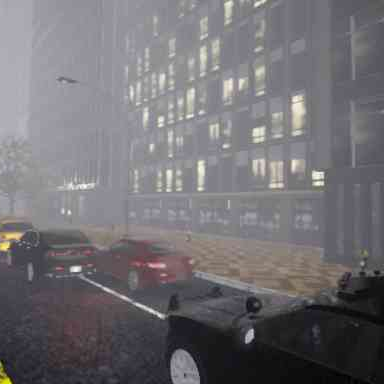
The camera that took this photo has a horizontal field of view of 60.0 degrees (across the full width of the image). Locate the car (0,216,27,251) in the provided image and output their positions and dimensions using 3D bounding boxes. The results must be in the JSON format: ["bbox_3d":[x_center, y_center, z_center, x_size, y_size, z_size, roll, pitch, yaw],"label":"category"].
[{"bbox_3d":[-8.542,1.964,15.672,1.801,1.575,5.366,3,-3,-39],"label":"car"}]

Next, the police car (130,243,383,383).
[{"bbox_3d":[1.577,1.601,3.179,1.930,1.638,5.238,3,-3,-39],"label":"police car"}]

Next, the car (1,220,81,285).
[{"bbox_3d":[-4.648,1.886,10.860,1.837,1.490,4.892,3,-3,-39],"label":"car"}]

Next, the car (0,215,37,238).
[{"bbox_3d":[-12.346,2.333,23.204,1.802,1.307,4.206,3,-3,-39],"label":"car"}]

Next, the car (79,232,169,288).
[{"bbox_3d":[-1.600,1.981,9.935,1.802,1.307,4.206,3,-3,-39],"label":"car"}]
